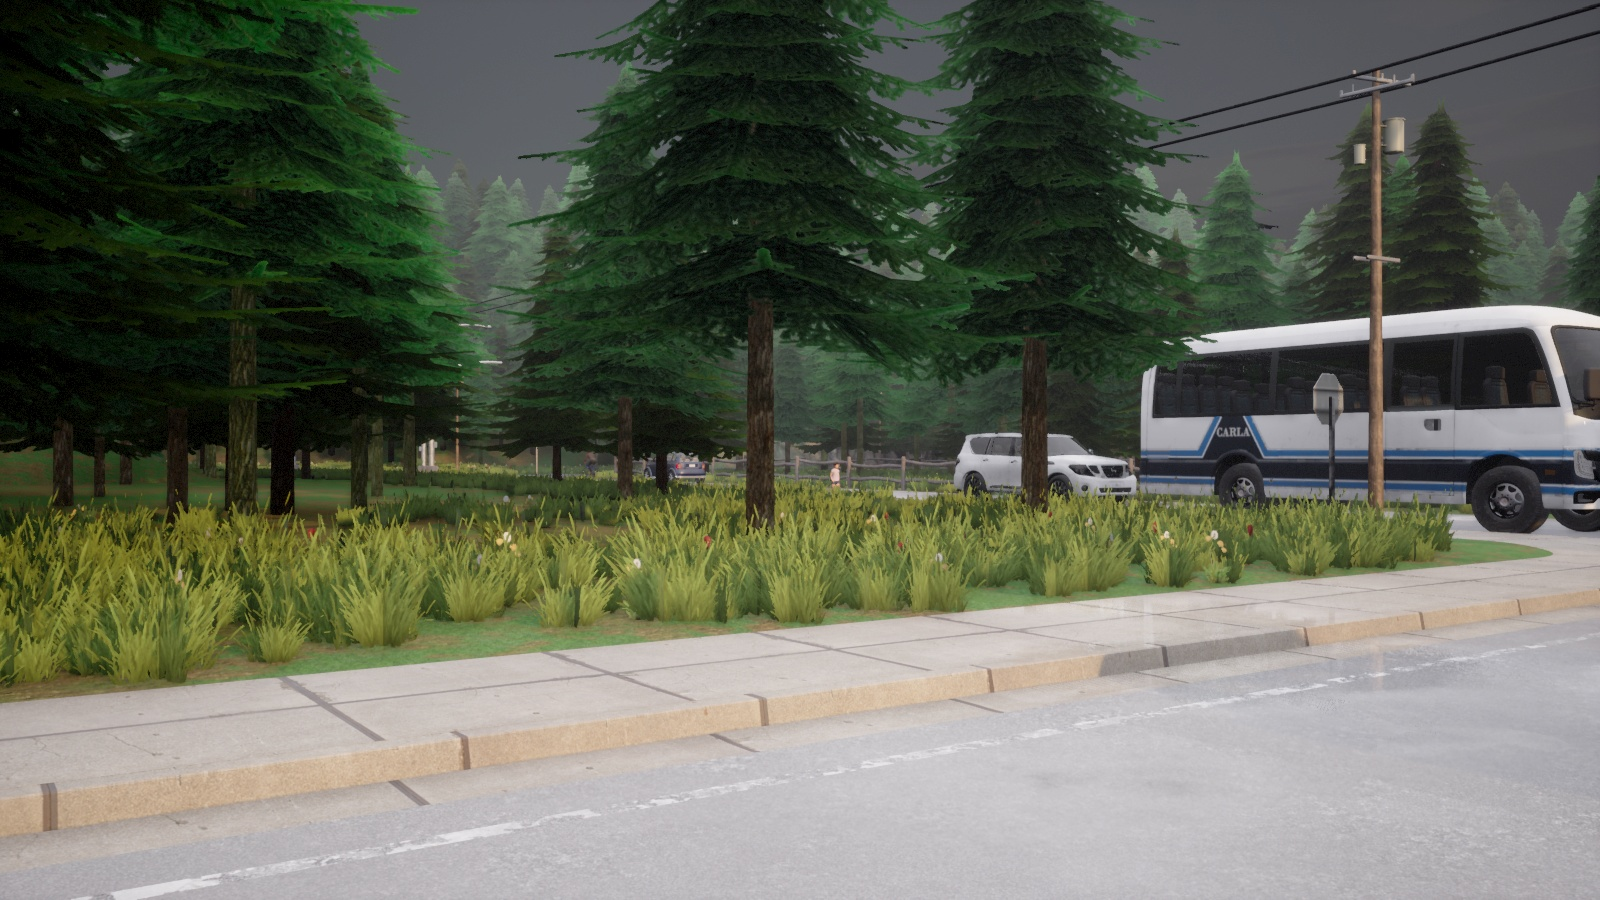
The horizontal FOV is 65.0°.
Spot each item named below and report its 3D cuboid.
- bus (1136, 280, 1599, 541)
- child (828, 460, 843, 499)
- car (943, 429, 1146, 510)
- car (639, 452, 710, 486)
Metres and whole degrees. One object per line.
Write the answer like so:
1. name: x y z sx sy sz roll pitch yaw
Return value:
1. bus: 12.126 -0.630 25.570 3.944 4.253 10.273 0 0 -32
2. child: 1.015 0.835 36.037 0.255 1.110 0.394 0 0 -36
3. car: 6.549 0.500 34.367 2.150 2.045 5.566 0 0 -33
4. car: -5.964 0.855 59.444 1.789 1.549 3.705 0 0 -34
